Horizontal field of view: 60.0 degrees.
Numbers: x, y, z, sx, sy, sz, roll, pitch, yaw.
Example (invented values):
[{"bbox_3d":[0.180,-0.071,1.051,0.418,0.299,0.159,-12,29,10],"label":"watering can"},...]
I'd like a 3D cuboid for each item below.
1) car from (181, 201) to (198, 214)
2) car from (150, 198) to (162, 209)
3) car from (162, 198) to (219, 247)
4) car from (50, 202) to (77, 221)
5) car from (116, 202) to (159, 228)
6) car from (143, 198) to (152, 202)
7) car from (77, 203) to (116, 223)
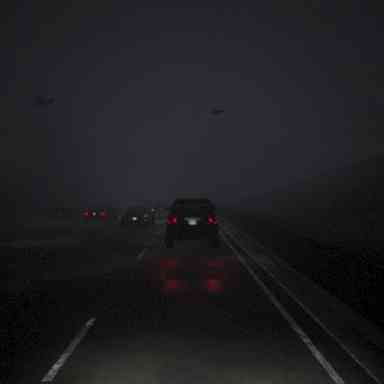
[{"bbox_3d":[-0.339,1.728,38.882,1.895,1.301,4.718,0,0,-1],"label":"car"},{"bbox_3d":[-3.896,1.753,43.268,1.895,1.301,4.718,0,0,-1],"label":"car"},{"bbox_3d":[-0.015,1.272,15.437,2.150,2.045,5.566,0,0,-1],"label":"car"},{"bbox_3d":[-10.711,1.606,29.138,1.882,1.535,5.008,0,0,-1],"label":"car"},{"bbox_3d":[-3.631,1.650,22.937,1.994,1.385,4.181,0,0,-1],"label":"car"},{"bbox_3d":[-7.599,1.780,59.468,1.994,1.385,4.181,0,0,-1],"label":"car"},{"bbox_3d":[-7.176,1.657,26.753,2.033,1.411,5.357,0,0,-1],"label":"car"}]
